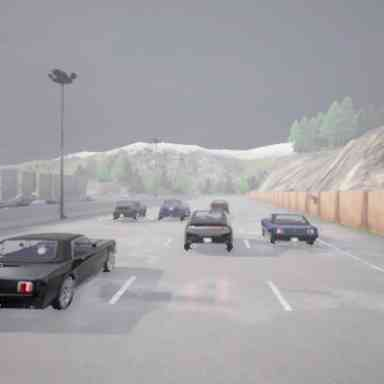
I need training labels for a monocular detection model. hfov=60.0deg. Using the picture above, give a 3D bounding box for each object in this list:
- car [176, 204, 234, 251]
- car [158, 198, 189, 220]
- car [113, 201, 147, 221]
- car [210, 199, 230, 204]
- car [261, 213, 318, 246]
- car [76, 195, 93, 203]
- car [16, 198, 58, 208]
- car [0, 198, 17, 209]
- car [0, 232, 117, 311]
[{"bbox_3d":[0.768,1.504,14.324,2.128,1.511,4.902,0,0,5],"label":"car"},{"bbox_3d":[-1.406,1.356,27.953,2.097,1.767,4.553,0,0,6],"label":"car"},{"bbox_3d":[-5.002,1.488,27.325,1.837,1.490,4.892,0,0,6],"label":"car"},{"bbox_3d":[2.957,1.512,35.319,1.882,1.535,5.008,0,0,7],"label":"car"},{"bbox_3d":[4.369,1.635,15.673,1.895,1.301,4.718,0,0,5],"label":"car"},{"bbox_3d":[-21.386,1.382,66.183,1.837,1.490,4.892,0,0,7],"label":"car"},{"bbox_3d":[-15.079,1.448,33.379,1.812,1.442,4.674,0,0,7],"label":"car"},{"bbox_3d":[-18.374,1.408,35.273,1.837,1.490,4.892,0,0,7],"label":"car"},{"bbox_3d":[-3.207,1.585,7.720,1.895,1.301,4.718,0,0,3],"label":"car"}]
